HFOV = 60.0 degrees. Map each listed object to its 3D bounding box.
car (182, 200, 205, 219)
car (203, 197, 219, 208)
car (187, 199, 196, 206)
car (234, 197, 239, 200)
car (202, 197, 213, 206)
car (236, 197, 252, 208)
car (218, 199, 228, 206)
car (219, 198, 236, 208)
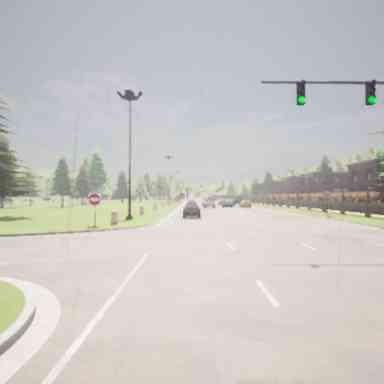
[{"bbox_3d":[-0.015,1.958,34.944,2.128,1.511,4.902,0,-1,0],"label":"car"},{"bbox_3d":[3.470,2.094,65.589,2.150,2.045,5.566,0,-1,0],"label":"car"},{"bbox_3d":[-0.034,2.383,75.975,2.033,1.411,5.357,0,-1,0],"label":"car"},{"bbox_3d":[10.466,2.068,76.014,2.150,2.045,5.566,0,-1,0],"label":"car"},{"bbox_3d":[3.466,2.068,76.011,2.150,2.045,5.566,0,-1,0],"label":"car"},{"bbox_3d":[10.471,2.349,65.559,1.882,1.535,5.008,0,-1,0],"label":"car"},{"bbox_3d":[6.966,2.320,75.979,1.882,1.535,5.008,0,-1,0],"label":"car"},{"bbox_3d":[6.970,2.441,65.973,1.994,1.385,4.181,0,-1,0],"label":"car"}]
